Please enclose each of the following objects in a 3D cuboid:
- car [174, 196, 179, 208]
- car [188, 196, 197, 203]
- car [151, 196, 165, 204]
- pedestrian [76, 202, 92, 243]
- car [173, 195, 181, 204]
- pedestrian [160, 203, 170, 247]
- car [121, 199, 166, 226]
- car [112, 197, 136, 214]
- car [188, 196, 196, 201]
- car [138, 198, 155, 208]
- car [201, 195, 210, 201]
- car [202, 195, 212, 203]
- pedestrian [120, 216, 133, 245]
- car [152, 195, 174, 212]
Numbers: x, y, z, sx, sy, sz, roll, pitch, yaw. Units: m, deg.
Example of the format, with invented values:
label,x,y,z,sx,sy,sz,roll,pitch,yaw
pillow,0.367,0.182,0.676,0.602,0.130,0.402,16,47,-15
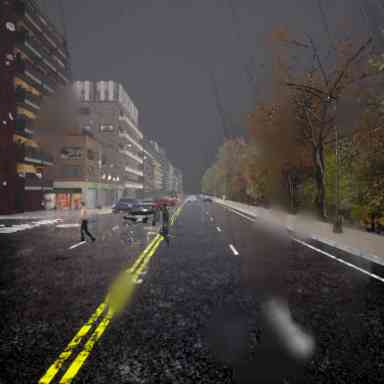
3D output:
label,x,y,z,sx,sy,sz,roll,pitch,yaw
car,-3.338,1.608,49.330,1.895,1.301,4.718,0,0,0
car,0.014,1.605,70.241,1.895,1.301,4.718,0,0,0
car,-6.534,1.505,63.657,2.128,1.511,4.902,0,0,1
pedestrian,-4.761,1.300,14.666,0.375,1.860,0.375,0,0,0
car,-3.287,1.366,63.671,2.097,1.767,4.553,0,0,1
pedestrian,-1.073,1.294,13.467,0.375,1.860,0.375,0,0,0
car,-3.354,1.535,23.846,2.128,1.511,4.902,0,0,0
car,-6.838,1.357,34.990,2.097,1.767,4.553,0,0,4
car,0.016,1.529,80.241,1.895,1.301,4.718,0,0,0
car,-6.581,1.608,48.504,1.895,1.301,4.718,0,0,-1
car,3.266,1.473,80.211,2.033,1.411,5.357,0,0,0
car,3.264,1.605,70.241,1.895,1.301,4.718,0,0,0
pedestrian,-2.765,1.574,14.068,0.375,1.300,0.375,0,0,0
car,-3.342,1.480,36.734,1.882,1.535,5.008,0,0,0
